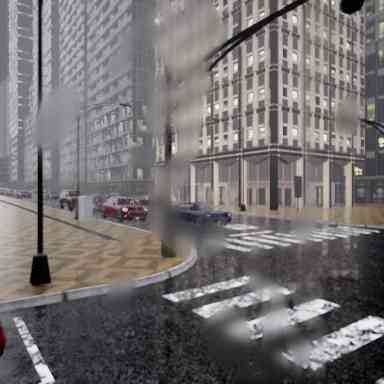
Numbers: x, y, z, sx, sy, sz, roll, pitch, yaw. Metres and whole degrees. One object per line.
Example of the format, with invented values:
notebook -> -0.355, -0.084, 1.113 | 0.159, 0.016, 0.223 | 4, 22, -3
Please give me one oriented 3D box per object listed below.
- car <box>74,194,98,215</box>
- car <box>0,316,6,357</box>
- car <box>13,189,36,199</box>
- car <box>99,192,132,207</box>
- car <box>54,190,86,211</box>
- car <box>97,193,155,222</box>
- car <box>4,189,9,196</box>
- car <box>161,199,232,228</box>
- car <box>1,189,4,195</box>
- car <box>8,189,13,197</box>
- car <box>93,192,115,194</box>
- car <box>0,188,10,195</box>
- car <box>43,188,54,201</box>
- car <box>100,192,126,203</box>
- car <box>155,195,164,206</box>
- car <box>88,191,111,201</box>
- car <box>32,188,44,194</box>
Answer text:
car -> -7.779, 1.102, 26.821 | 1.802, 1.307, 4.206 | 1, 0, -36
car -> -4.354, 1.440, 3.456 | 4.097, 1.590, 1.967 | 0, 0, -35
car -> -27.243, 0.421, 54.017 | 1.887, 1.381, 4.507 | 1, 0, -36
car -> -8.843, 0.798, 38.233 | 1.882, 1.535, 5.008 | 0, 1, -36
car -> -11.016, 0.728, 31.352 | 2.192, 1.841, 5.009 | 1, 0, -36
car -> -4.530, 1.068, 22.288 | 1.967, 1.590, 4.097 | 1, 0, -36
car -> -33.732, 0.207, 63.082 | 1.887, 1.381, 4.507 | 1, 0, -36
car -> 0.275, 1.314, 19.977 | 1.895, 1.301, 4.718 | 0, 1, -35
car -> -36.977, 0.106, 67.615 | 2.008, 1.369, 4.403 | 1, 0, -36
car -> -30.488, 0.320, 58.550 | 2.008, 1.369, 4.403 | 1, 0, -36
car -> -7.289, 0.951, 30.568 | 2.128, 1.511, 4.902 | 0, 2, -36
car -> -43.465, -0.113, 76.680 | 1.887, 1.381, 4.507 | 1, 0, -36
car -> -20.251, 0.579, 48.838 | 2.033, 1.411, 5.357 | 0, 1, -35
car -> -10.833, 0.705, 45.489 | 1.752, 1.417, 4.829 | 1, 0, -36
car -> -4.245, 0.980, 36.281 | 1.802, 1.307, 4.206 | 1, 0, -36
car -> -13.981, 0.642, 49.885 | 1.947, 1.339, 4.313 | 1, 0, -36
car -> -39.945, -0.214, 86.160 | 1.947, 1.339, 4.313 | 1, 0, -36
